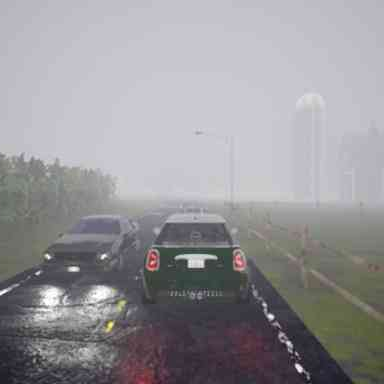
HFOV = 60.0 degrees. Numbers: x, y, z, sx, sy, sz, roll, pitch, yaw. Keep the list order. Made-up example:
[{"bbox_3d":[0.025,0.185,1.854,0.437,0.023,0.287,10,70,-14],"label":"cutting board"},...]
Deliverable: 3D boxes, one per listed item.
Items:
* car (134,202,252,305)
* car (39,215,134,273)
[{"bbox_3d":[0.084,1.286,8.099,2.097,1.767,4.553,0,0,0],"label":"car"},{"bbox_3d":[-2.844,1.461,10.672,2.033,1.411,5.357,0,0,0],"label":"car"}]
